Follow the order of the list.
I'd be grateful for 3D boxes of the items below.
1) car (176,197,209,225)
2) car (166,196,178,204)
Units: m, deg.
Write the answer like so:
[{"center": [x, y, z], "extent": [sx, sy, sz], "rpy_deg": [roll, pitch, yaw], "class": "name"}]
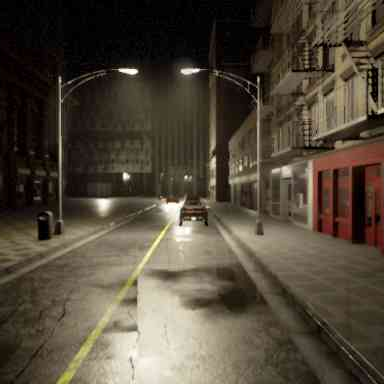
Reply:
[{"center": [0.099, 1.346, 22.548], "extent": [1.837, 1.490, 4.892], "rpy_deg": [0, 0, 0], "class": "car"}, {"center": [-3.002, 1.289, 52.083], "extent": [1.895, 1.301, 4.718], "rpy_deg": [0, 0, 0], "class": "car"}]
